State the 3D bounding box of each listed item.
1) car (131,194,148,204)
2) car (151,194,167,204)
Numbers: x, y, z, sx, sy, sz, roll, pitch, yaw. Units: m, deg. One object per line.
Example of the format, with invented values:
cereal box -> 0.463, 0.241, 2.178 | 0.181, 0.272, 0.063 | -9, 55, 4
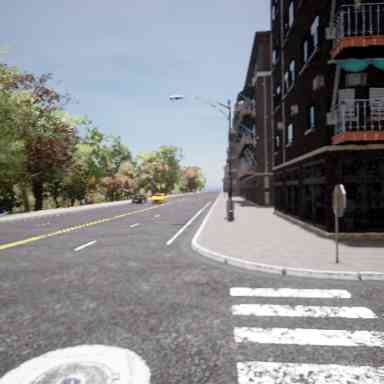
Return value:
car -> -8.490, 1.148, 54.242 | 1.837, 1.490, 4.892 | -1, 0, 5
car -> -5.256, 1.062, 53.935 | 1.882, 1.535, 5.008 | -1, 0, 5
